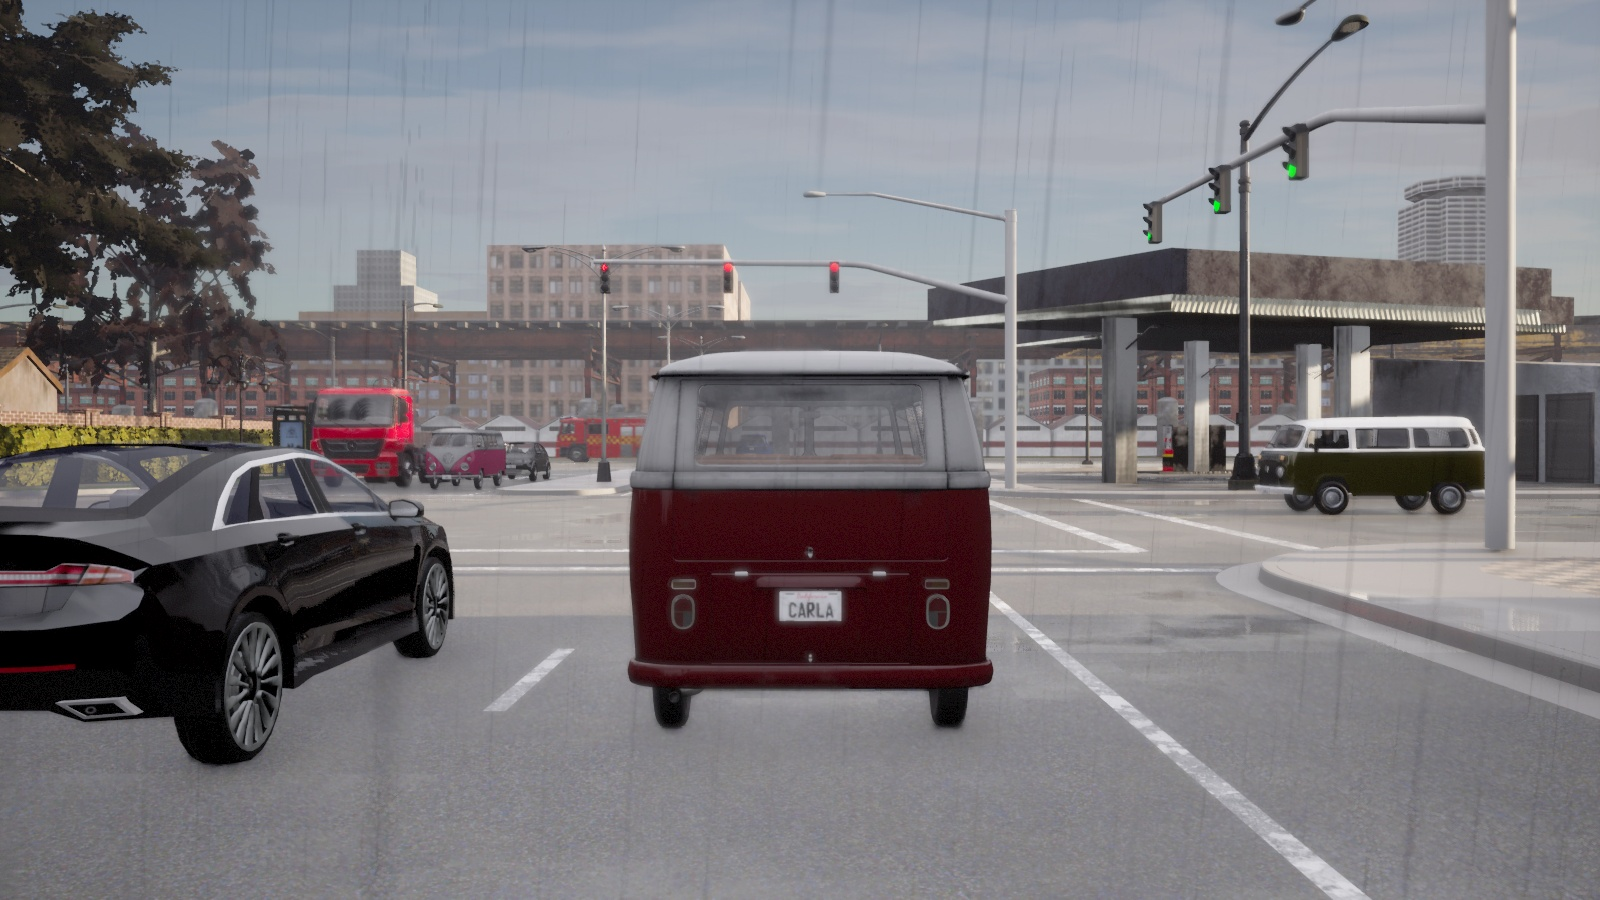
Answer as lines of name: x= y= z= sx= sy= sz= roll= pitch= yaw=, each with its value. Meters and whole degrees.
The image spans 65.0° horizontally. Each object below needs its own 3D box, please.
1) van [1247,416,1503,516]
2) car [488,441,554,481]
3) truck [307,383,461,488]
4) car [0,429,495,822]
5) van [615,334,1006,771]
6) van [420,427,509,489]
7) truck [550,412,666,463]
van: x=12.091 y=0.329 z=26.639 sx=4.480 sy=2.038 sz=2.069 roll=0 pitch=0 yaw=-1
car: x=-11.192 y=0.430 z=50.571 sx=1.789 sy=1.549 sz=3.705 roll=0 pitch=0 yaw=0
truck: x=-14.768 y=-0.503 z=45.326 sx=2.891 sy=3.462 sz=7.936 roll=0 pitch=0 yaw=0
car: x=-3.443 y=0.659 z=7.278 sx=2.128 sy=1.511 sz=4.902 roll=0 pitch=0 yaw=0
van: x=0.061 y=0.454 z=7.931 sx=1.775 sy=1.987 sz=4.442 roll=0 pitch=0 yaw=0
van: x=-11.240 y=0.251 z=42.333 sx=1.775 sy=1.987 sz=4.442 roll=0 pitch=0 yaw=0
truck: x=-14.678 y=-0.975 z=96.497 sx=8.468 sy=3.827 sz=2.891 roll=0 pitch=0 yaw=1
